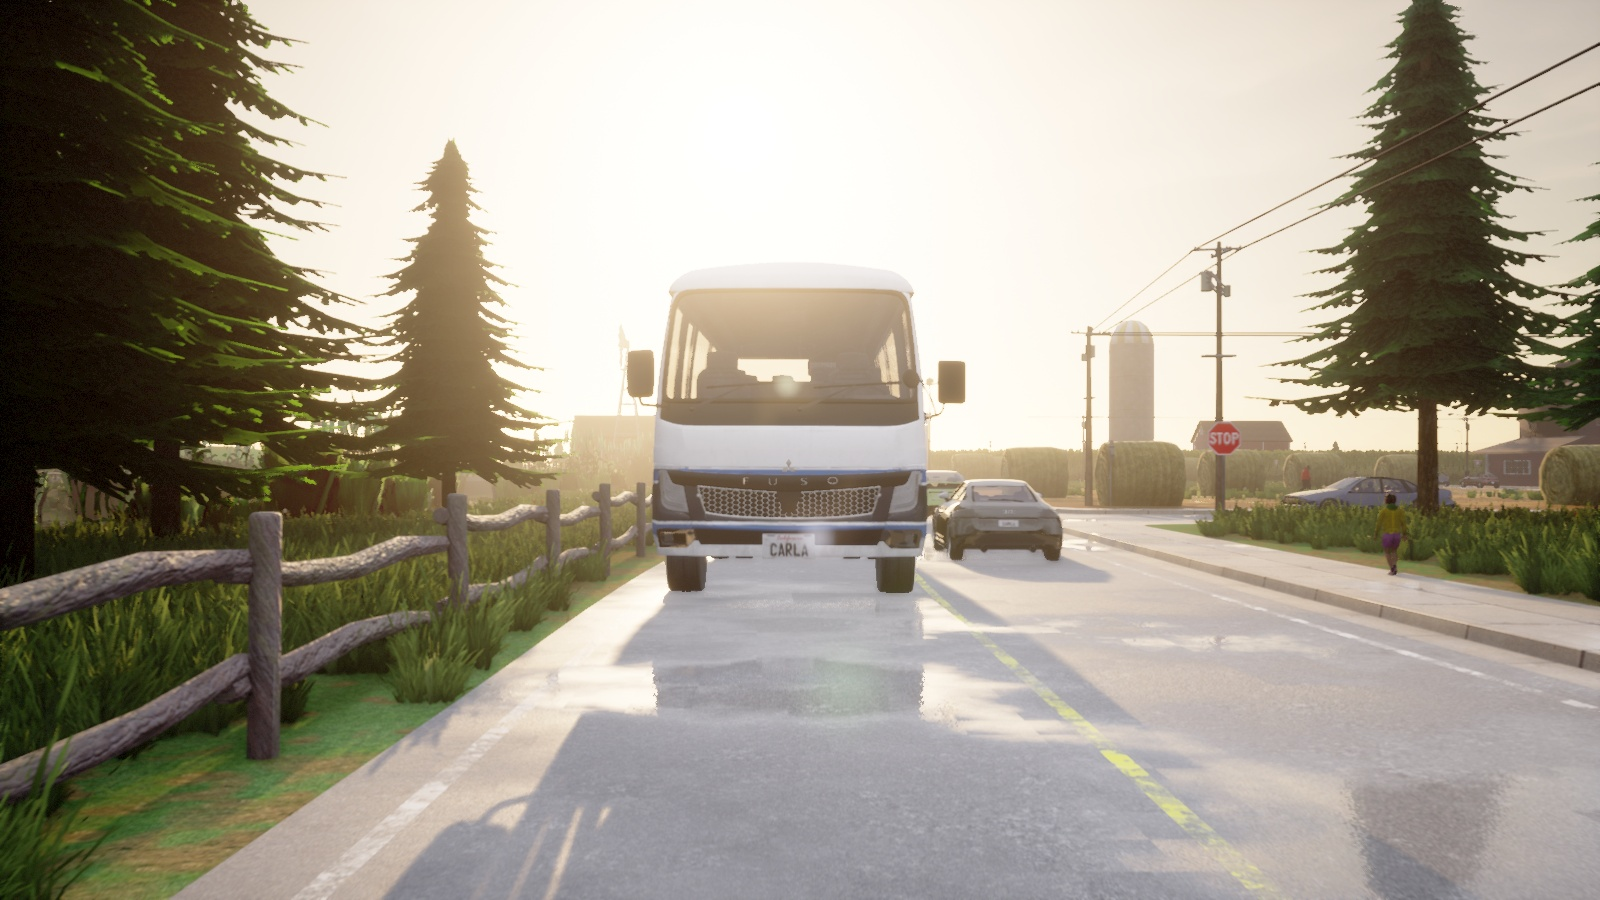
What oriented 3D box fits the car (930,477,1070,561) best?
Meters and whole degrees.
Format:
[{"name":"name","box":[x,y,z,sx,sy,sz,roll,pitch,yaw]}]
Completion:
[{"name":"car","box":[3.551,1.198,23.079,1.994,1.385,4.181,0,-1,1]}]

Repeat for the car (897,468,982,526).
[{"name":"car","box":[3.859,1.269,35.371,2.007,1.525,4.514,0,-1,1]}]

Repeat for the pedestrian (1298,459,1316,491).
[{"name":"pedestrian","box":[28.869,1.415,71.487,0.899,1.844,0.634,-1,-1,18]}]

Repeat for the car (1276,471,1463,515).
[{"name":"car","box":[19.043,1.439,42.147,5.357,1.411,2.033,0,-1,-1]}]

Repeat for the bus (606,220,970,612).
[{"name":"bus","box":[-0.070,-0.292,18.803,3.944,4.253,10.273,0,-1,1]}]

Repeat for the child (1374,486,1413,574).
[{"name":"child","box":[7.945,1.063,16.829,0.299,1.160,0.473,0,-1,2]}]
